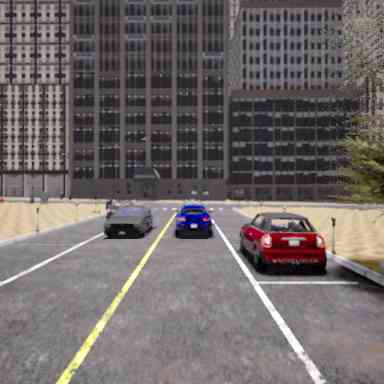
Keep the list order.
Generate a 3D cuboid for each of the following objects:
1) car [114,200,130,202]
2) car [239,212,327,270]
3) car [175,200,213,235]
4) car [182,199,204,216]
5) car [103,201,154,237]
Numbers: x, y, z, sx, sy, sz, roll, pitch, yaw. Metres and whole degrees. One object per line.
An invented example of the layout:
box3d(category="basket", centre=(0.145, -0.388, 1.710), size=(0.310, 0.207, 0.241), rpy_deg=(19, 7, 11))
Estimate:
box3d(category="car", centre=(-5.835, 1.324, 27.635), size=(2.008, 1.369, 4.403), rpy_deg=(1, 0, 0))
box3d(category="car", centre=(2.691, 1.353, 10.707), size=(1.967, 1.590, 4.097), rpy_deg=(1, 0, 0))
box3d(category="car", centre=(0.081, 1.382, 17.560), size=(1.812, 1.442, 4.674), rpy_deg=(0, 1, 0))
box3d(category="car", centre=(0.075, 1.350, 30.634), size=(1.895, 1.301, 4.718), rpy_deg=(0, 0, 0))
box3d(category="car", centre=(-3.090, 1.406, 17.353), size=(2.033, 1.411, 5.357), rpy_deg=(0, 0, 0))
